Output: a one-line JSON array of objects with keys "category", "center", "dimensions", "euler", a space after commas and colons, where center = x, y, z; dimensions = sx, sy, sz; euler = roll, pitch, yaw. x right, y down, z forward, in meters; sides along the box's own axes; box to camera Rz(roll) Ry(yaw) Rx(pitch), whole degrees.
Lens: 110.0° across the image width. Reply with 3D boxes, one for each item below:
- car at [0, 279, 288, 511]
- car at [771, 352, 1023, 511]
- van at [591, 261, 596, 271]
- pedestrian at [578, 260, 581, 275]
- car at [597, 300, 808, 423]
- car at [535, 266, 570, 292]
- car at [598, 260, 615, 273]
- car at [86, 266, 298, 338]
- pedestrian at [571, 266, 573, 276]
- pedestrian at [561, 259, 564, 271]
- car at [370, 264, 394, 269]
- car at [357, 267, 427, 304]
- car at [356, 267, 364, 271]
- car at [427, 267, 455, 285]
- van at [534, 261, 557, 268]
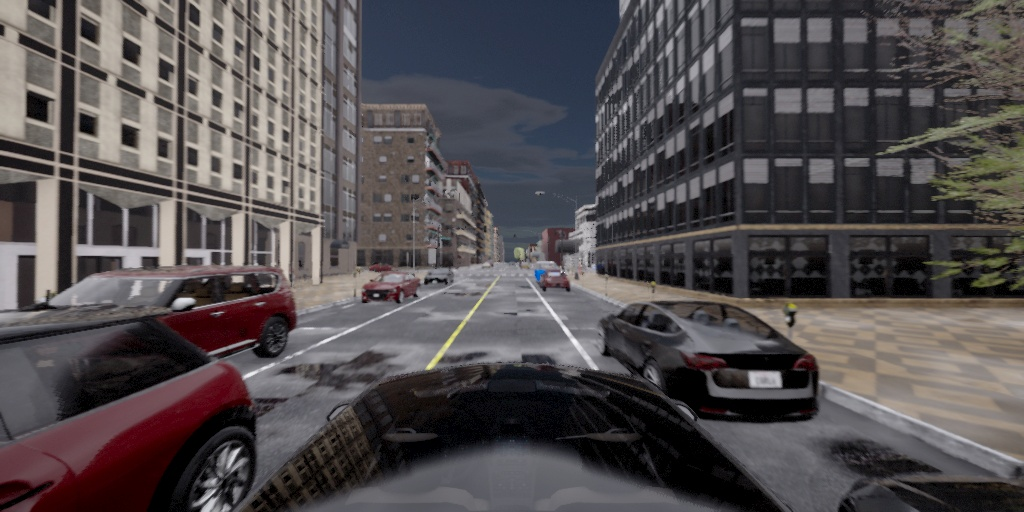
[{"category": "car", "center": [-3.102, 1.096, 0.966], "dimensions": [2.097, 1.767, 4.553], "euler": [0, 0, 0]}, {"category": "car", "center": [2.656, 1.303, 0.154], "dimensions": [1.948, 1.339, 4.313], "euler": [0, 0, 0]}, {"category": "van", "center": [14.924, 1.666, 57.855], "dimensions": [3.998, 1.789, 1.690], "euler": [0, 0, 0]}, {"category": "pedestrian", "center": [8.155, 1.367, 43.295], "dimensions": [0.375, 1.860, 0.375], "euler": [0, -1, 0]}, {"category": "car", "center": [2.659, 1.351, 5.843], "dimensions": [1.948, 1.339, 4.313], "euler": [0, 0, 0]}, {"category": "car", "center": [2.667, 1.517, 22.910], "dimensions": [1.802, 1.307, 4.207], "euler": [0, 0, 0]}, {"category": "car", "center": [14.943, 1.525, 49.476], "dimensions": [5.009, 1.841, 2.192], "euler": [0, 0, 0]}, {"category": "car", "center": [-5.688, 1.101, 5.873], "dimensions": [2.192, 1.841, 5.009], "euler": [0, 0, 0]}, {"category": "pedestrian", "center": [7.155, 1.773, 42.690], "dimensions": [0.500, 1.100, 0.500], "euler": [0, -1, 0]}, {"category": "pedestrian", "center": [6.155, 1.265, 43.897], "dimensions": [0.375, 1.860, 0.375], "euler": [0, -1, 0]}, {"category": "car", "center": [-17.444, 1.702, 49.415], "dimensions": [4.207, 1.307, 1.802], "euler": [0, 0, 0]}, {"category": "car", "center": [-5.683, 1.430, 17.252], "dimensions": [1.888, 1.381, 4.507], "euler": [0, 0, 0]}, {"category": "car", "center": [-22.937, 1.635, 49.404], "dimensions": [4.829, 1.417, 1.751], "euler": [0, 0, 0]}, {"category": "car", "center": [-5.677, 1.552, 28.628], "dimensions": [1.948, 1.339, 4.313], "euler": [0, 0, 0]}, {"category": "van", "center": [2.670, 1.326, 28.598], "dimensions": [1.690, 1.789, 3.998], "euler": [0, 0, 0]}]
